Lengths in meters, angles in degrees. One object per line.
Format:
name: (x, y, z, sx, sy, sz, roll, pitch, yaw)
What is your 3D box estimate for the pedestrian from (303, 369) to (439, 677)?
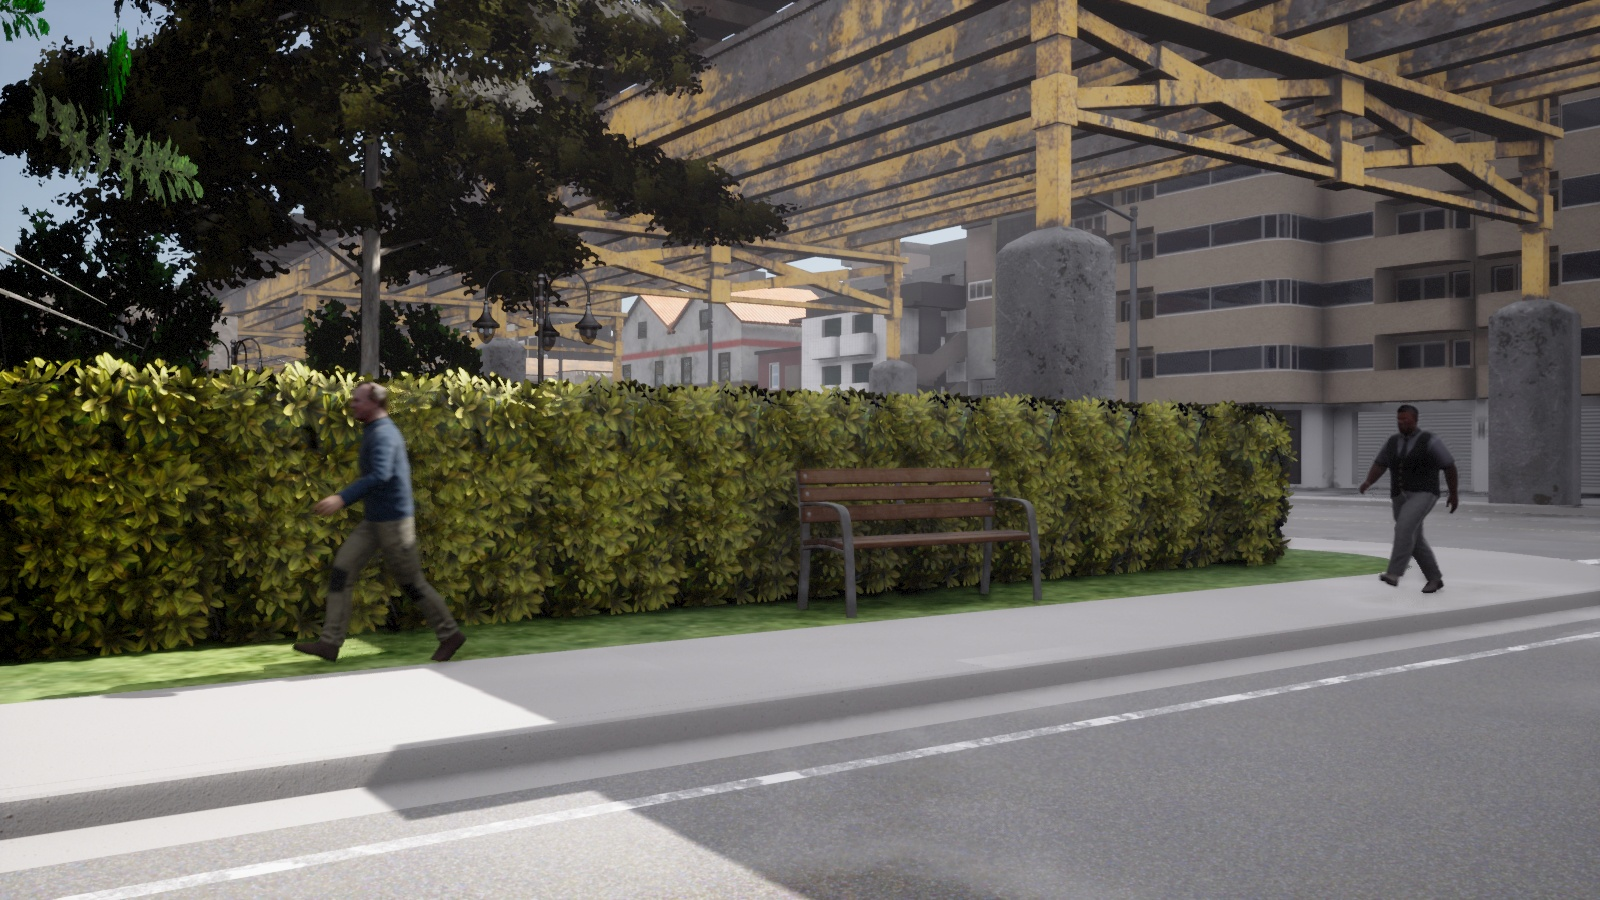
pedestrian: (-2.694, 0.435, 7.883, 0.726, 1.842, 0.402, 0, 0, -34)

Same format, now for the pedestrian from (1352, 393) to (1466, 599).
pedestrian: (5.769, 0.418, 11.901, 0.849, 1.883, 0.563, 0, 0, -27)
